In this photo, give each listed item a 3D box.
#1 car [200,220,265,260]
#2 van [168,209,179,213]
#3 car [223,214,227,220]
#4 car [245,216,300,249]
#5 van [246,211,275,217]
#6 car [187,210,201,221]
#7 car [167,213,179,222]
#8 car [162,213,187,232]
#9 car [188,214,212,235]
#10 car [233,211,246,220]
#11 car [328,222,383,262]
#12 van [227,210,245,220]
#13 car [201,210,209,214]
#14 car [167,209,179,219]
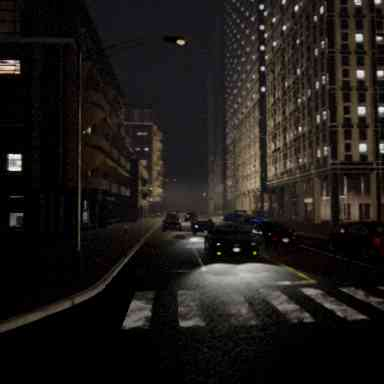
[{"bbox_3d":[1.670,2.185,15.101,1.994,1.385,4.181,0,-3,-3],"label":"car"},{"bbox_3d":[-2.720,3.508,47.708,1.690,1.788,3.998,0,-3,-3],"label":"van"},{"bbox_3d":[5.649,3.691,48.160,1.947,1.339,4.313,0,-3,-3],"label":"car"},{"bbox_3d":[4.504,2.288,18.566,1.812,1.442,4.674,0,-3,-2],"label":"car"},{"bbox_3d":[6.578,2.673,31.269,1.690,1.788,3.998,0,-3,-3],"label":"van"},{"bbox_3d":[-0.067,3.697,48.226,1.812,1.442,4.674,0,-3,-3],"label":"car"},{"bbox_3d":[-3.028,4.014,53.331,1.802,1.307,4.206,0,-3,-3],"label":"car"},{"bbox_3d":[-1.788,2.925,30.797,2.008,1.369,4.403,0,-3,-3],"label":"car"},{"bbox_3d":[0.971,2.815,27.808,1.895,1.301,4.718,0,-3,-3],"label":"car"},{"bbox_3d":[6.269,3.146,36.893,2.008,1.369,4.403,0,-3,-3],"label":"car"},{"bbox_3d":[7.509,1.982,14.362,1.967,1.590,4.097,0,-3,-3],"label":"car"},{"bbox_3d":[5.958,3.201,42.537,1.690,1.788,3.998,0,-3,-3],"label":"van"},{"bbox_3d":[3.480,5.572,87.595,1.802,1.307,4.206,0,-3,-3],"label":"car"},{"bbox_3d":[-3.650,4.280,64.611,2.192,1.841,5.009,0,-3,-3],"label":"car"}]
